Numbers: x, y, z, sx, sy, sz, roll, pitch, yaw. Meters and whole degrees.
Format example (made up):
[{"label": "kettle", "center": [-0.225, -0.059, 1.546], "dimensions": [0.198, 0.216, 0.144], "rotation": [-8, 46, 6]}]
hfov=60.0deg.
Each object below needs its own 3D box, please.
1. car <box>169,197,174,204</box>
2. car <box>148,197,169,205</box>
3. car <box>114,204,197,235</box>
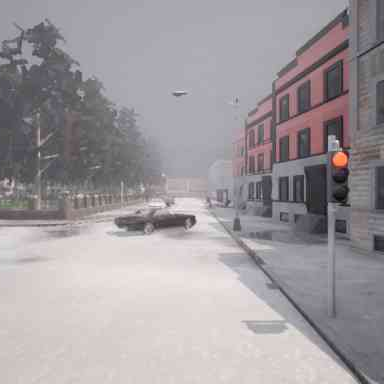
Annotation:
[{"label": "car", "center": [-4.056, 1.601, 49.026], "dimensions": [1.895, 1.301, 4.718], "rotation": [0, 0, 0]}, {"label": "car", "center": [-4.055, 1.526, 38.931], "dimensions": [1.812, 1.442, 4.674], "rotation": [0, 0, 0]}, {"label": "car", "center": [-1.934, 1.601, 18.959], "dimensions": [4.718, 1.301, 1.895], "rotation": [0, 0, -45]}]
